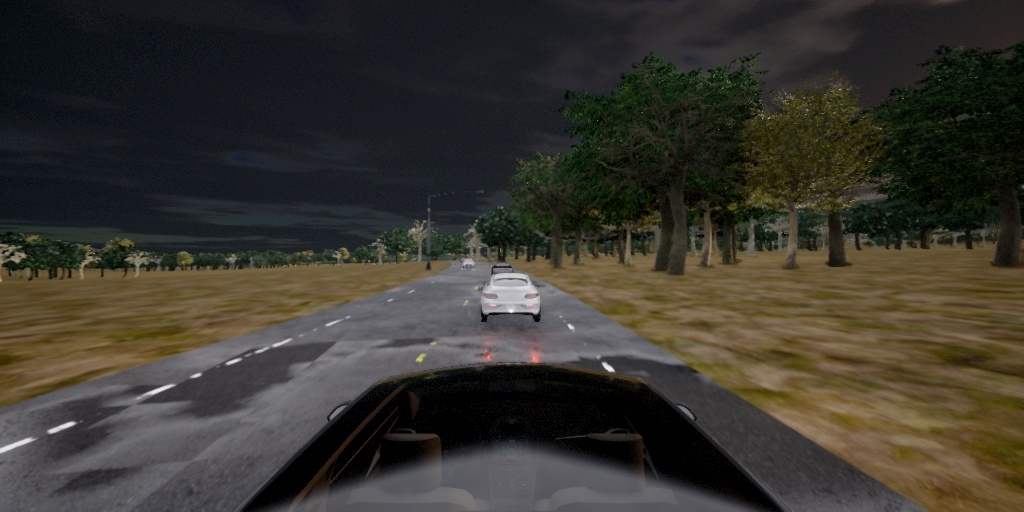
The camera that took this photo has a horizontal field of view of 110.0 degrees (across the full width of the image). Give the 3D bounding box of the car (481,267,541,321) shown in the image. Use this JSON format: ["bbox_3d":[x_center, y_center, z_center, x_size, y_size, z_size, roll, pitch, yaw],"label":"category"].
[{"bbox_3d":[-0.078,1.279,12.354,1.812,1.442,4.674,0,0,-1],"label":"car"}]

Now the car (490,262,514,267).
[{"bbox_3d":[-0.875,1.224,31.121,2.128,1.511,4.902,0,0,-3],"label":"car"}]

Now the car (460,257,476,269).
[{"bbox_3d":[-6.641,1.205,55.245,1.812,1.442,4.674,0,0,-6],"label":"car"}]
